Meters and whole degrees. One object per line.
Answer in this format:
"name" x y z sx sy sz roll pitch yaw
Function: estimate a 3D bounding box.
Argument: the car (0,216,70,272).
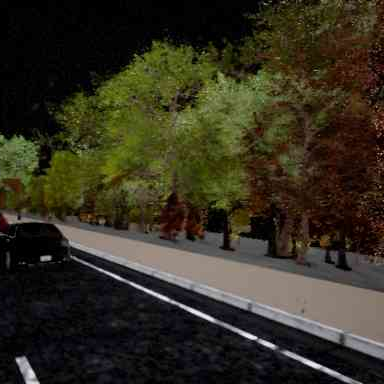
"car" -5.984 1.865 12.346 1.837 1.490 4.892 2 -2 -36

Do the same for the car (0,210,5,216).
"car" -14.864 2.032 24.281 2.097 1.767 4.553 2 -2 -36
